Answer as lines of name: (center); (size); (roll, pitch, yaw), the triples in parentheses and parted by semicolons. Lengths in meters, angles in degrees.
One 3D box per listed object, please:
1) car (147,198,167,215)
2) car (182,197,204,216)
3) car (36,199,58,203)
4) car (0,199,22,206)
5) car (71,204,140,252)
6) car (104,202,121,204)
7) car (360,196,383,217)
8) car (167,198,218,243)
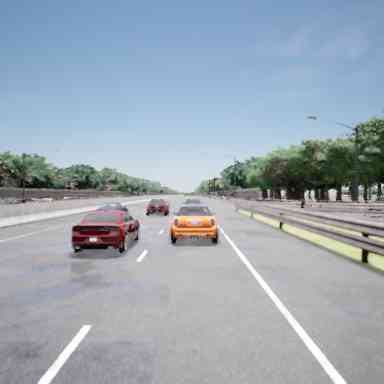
car: (-3.396, 1.419, 34.494); (2.097, 1.767, 4.553); (0, 0, 0)
car: (0.104, 1.419, 34.516); (2.097, 1.767, 4.553); (0, 0, 0)
car: (-17.504, 1.567, 40.081); (1.882, 1.535, 5.008); (0, -1, 0)
car: (-21.031, 1.571, 37.546); (2.128, 1.511, 4.902); (0, 0, 1)
car: (-3.398, 1.493, 13.923); (1.882, 1.535, 5.008); (0, 0, 0)
car: (-6.897, 1.597, 29.056); (2.033, 1.411, 5.357); (0, 0, 0)
car: (17.692, 1.279, 29.511); (2.150, 2.045, 5.566); (0, -2, -21)
car: (0.102, 1.371, 16.418); (2.097, 1.767, 4.553); (0, 0, 0)
